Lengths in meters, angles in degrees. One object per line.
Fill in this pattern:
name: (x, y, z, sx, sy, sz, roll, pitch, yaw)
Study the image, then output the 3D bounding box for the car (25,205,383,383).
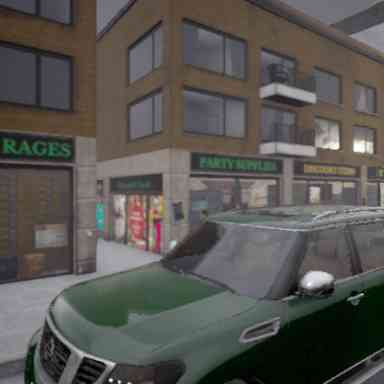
car: (1.067, 1.223, 4.124, 5.566, 2.045, 2.150, 0, 0, -35)
